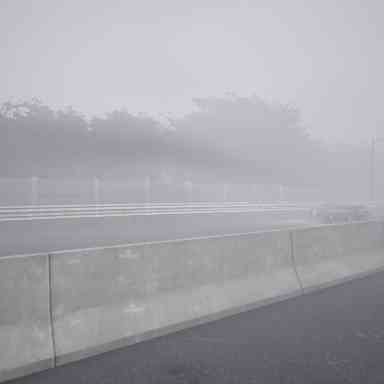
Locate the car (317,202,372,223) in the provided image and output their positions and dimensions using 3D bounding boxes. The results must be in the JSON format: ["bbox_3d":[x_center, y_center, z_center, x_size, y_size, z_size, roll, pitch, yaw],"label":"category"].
[{"bbox_3d":[12.253,1.666,26.083,4.892,1.490,1.837,1,0,-37],"label":"car"}]

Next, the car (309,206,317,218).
[{"bbox_3d":[12.795,1.689,30.872,4.902,1.511,2.128,1,0,-37],"label":"car"}]
